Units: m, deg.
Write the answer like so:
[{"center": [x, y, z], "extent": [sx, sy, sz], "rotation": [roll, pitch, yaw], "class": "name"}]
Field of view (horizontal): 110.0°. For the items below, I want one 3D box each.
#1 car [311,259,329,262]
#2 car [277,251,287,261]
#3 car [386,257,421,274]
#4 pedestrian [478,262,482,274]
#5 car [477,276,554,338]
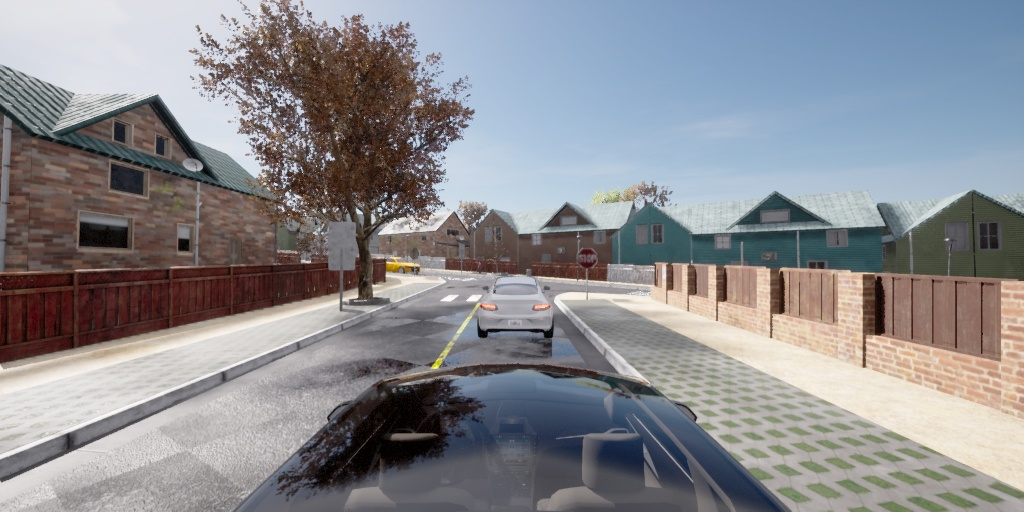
[{"center": [-19.546, 0.644, 38.809], "extent": [4.718, 1.301, 1.895], "rotation": [2, 0, 32], "class": "car"}, {"center": [-31.645, 0.070, 46.412], "extent": [5.008, 1.535, 1.882], "rotation": [2, 0, 32], "class": "car"}, {"center": [-10.633, 0.862, 33.233], "extent": [5.008, 1.535, 1.882], "rotation": [2, 0, 32], "class": "car"}, {"center": [-3.147, 1.122, 35.458], "extent": [0.375, 1.300, 0.375], "rotation": [-1, -5, 32], "class": "pedestrian"}, {"center": [0.116, 1.280, 10.066], "extent": [1.812, 1.442, 4.674], "rotation": [0, 0, 1], "class": "car"}]
